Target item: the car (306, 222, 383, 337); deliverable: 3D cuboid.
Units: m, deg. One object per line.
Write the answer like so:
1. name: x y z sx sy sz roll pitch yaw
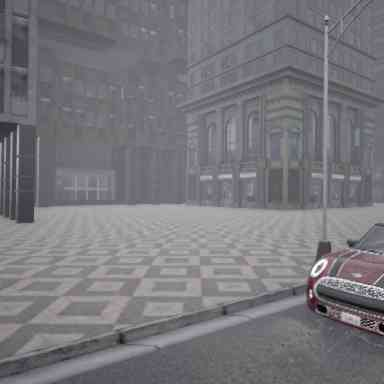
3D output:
1. car: 4.271 1.357 6.415 4.553 1.767 2.097 0 0 -35
